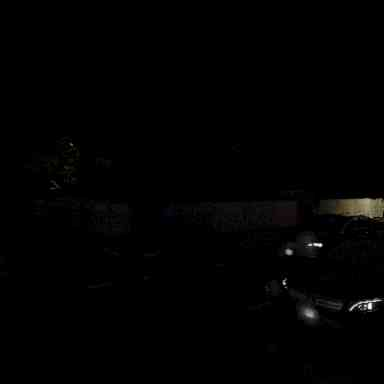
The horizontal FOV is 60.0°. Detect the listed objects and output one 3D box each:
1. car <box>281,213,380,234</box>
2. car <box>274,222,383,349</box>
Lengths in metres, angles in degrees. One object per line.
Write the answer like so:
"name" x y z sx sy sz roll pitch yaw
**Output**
"car" 4.816 1.482 11.113 4.902 1.511 2.128 0 0 -35
"car" 3.633 1.520 6.278 4.674 1.442 1.812 0 0 -36
